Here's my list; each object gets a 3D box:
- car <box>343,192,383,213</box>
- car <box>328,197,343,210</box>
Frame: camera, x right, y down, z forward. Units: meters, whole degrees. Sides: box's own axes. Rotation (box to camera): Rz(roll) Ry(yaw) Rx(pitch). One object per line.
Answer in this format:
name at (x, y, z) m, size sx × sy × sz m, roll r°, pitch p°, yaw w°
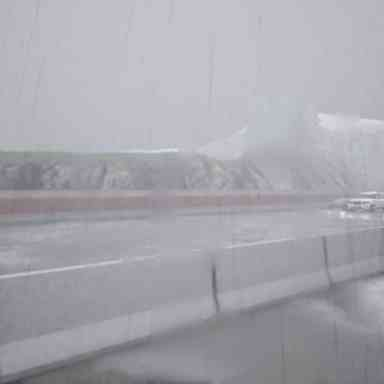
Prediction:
car at (18.404, 1.039, 34.430) m, size 5.566 × 2.045 × 2.150 m, roll 0°, pitch 0°, yaw -37°
car at (17.558, 1.336, 38.202) m, size 4.674 × 1.442 × 1.812 m, roll 0°, pitch 0°, yaw -38°
